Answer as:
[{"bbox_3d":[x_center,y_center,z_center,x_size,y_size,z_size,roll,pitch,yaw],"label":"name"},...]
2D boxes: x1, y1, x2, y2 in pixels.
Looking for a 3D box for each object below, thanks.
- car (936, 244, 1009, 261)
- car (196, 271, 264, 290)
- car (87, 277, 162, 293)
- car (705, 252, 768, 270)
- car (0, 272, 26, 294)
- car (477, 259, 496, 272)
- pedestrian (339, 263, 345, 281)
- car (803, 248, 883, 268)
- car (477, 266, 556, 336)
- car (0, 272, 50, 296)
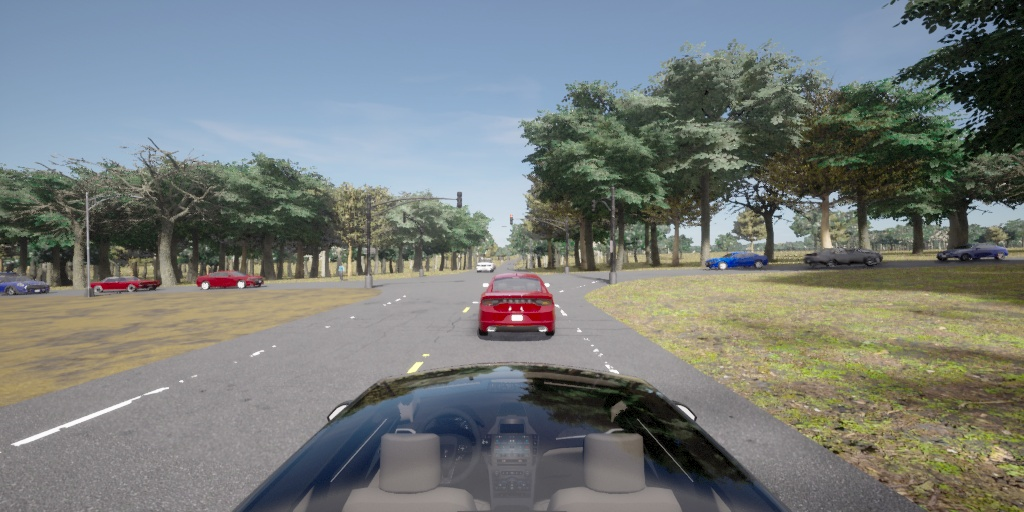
[{"bbox_3d":[40.038,-0.335,31.226,4.674,1.442,1.812,-2,-1,2],"label":"car"},{"bbox_3d":[-23.690,1.976,30.255,5.008,1.535,1.882,-2,-1,2],"label":"car"},{"bbox_3d":[-33.048,2.417,30.675,4.718,1.301,1.895,-2,-1,3],"label":"car"},{"bbox_3d":[20.001,0.394,32.089,5.008,1.535,1.882,-2,-1,2],"label":"car"},{"bbox_3d":[-51.844,2.671,35.226,5.566,2.045,2.150,-2,-1,3],"label":"car"},{"bbox_3d":[-3.924,1.396,53.047,2.150,2.045,5.566,0,-1,1],"label":"car"},{"bbox_3d":[-17.914,1.668,37.603,0.375,1.860,0.375,0,1,3],"label":"pedestrian"},{"bbox_3d":[25.785,0.141,28.158,4.902,1.511,2.128,-2,-1,3],"label":"car"},{"bbox_3d":[0.127,1.230,10.484,1.882,1.535,5.008,0,0,0],"label":"car"},{"bbox_3d":[-43.328,2.503,31.167,4.553,1.767,2.097,-2,-1,3],"label":"car"}]
